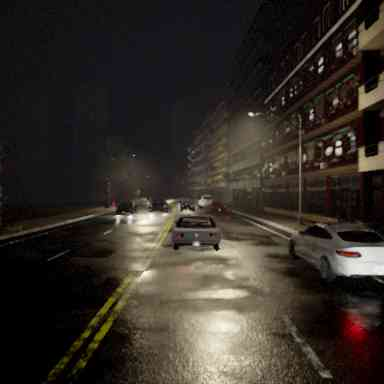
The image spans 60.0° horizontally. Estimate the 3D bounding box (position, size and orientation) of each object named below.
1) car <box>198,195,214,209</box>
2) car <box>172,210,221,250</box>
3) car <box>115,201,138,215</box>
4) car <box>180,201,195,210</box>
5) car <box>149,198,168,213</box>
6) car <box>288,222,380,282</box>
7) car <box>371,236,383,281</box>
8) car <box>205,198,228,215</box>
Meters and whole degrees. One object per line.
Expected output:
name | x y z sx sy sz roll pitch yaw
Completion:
car | 2.192 1.517 50.598 2.150 2.045 5.566 0 0 -3
car | 0.162 1.680 14.809 1.895 1.301 4.718 0 0 0
car | -7.014 1.693 36.254 2.033 1.411 5.357 0 0 -2
car | -0.679 1.841 44.721 1.895 1.301 4.718 0 0 -3
car | -3.872 1.535 38.979 2.097 1.767 4.553 0 0 -2
car | 4.305 1.610 9.923 1.812 1.442 4.674 0 0 0
car | 4.269 1.578 3.870 1.812 1.442 4.674 0 0 1
car | 2.860 1.752 37.615 1.812 1.442 4.674 0 0 -2
